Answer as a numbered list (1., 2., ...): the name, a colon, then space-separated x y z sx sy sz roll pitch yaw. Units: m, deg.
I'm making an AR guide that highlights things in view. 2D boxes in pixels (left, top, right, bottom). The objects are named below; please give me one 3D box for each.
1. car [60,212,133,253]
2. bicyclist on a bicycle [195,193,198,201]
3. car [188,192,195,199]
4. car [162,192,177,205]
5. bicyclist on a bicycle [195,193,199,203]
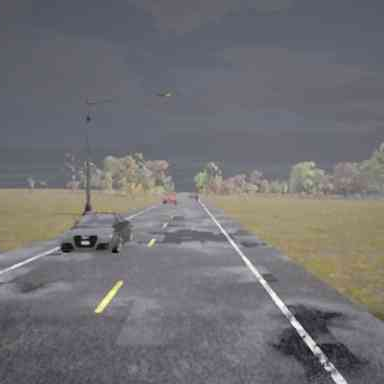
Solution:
1. car: -3.602 1.512 13.229 1.994 1.385 4.181 0 0 0
2. bicyclist on a bicycle: 0.955 1.085 70.434 0.659 1.776 1.843 0 0 0
3. car: -0.008 1.057 89.208 2.128 1.511 4.902 0 0 0
4. car: -3.568 1.005 54.281 2.150 2.045 5.566 0 0 0
5. bicyclist on a bicycle: 0.958 1.206 61.439 0.582 1.620 1.656 0 0 0
